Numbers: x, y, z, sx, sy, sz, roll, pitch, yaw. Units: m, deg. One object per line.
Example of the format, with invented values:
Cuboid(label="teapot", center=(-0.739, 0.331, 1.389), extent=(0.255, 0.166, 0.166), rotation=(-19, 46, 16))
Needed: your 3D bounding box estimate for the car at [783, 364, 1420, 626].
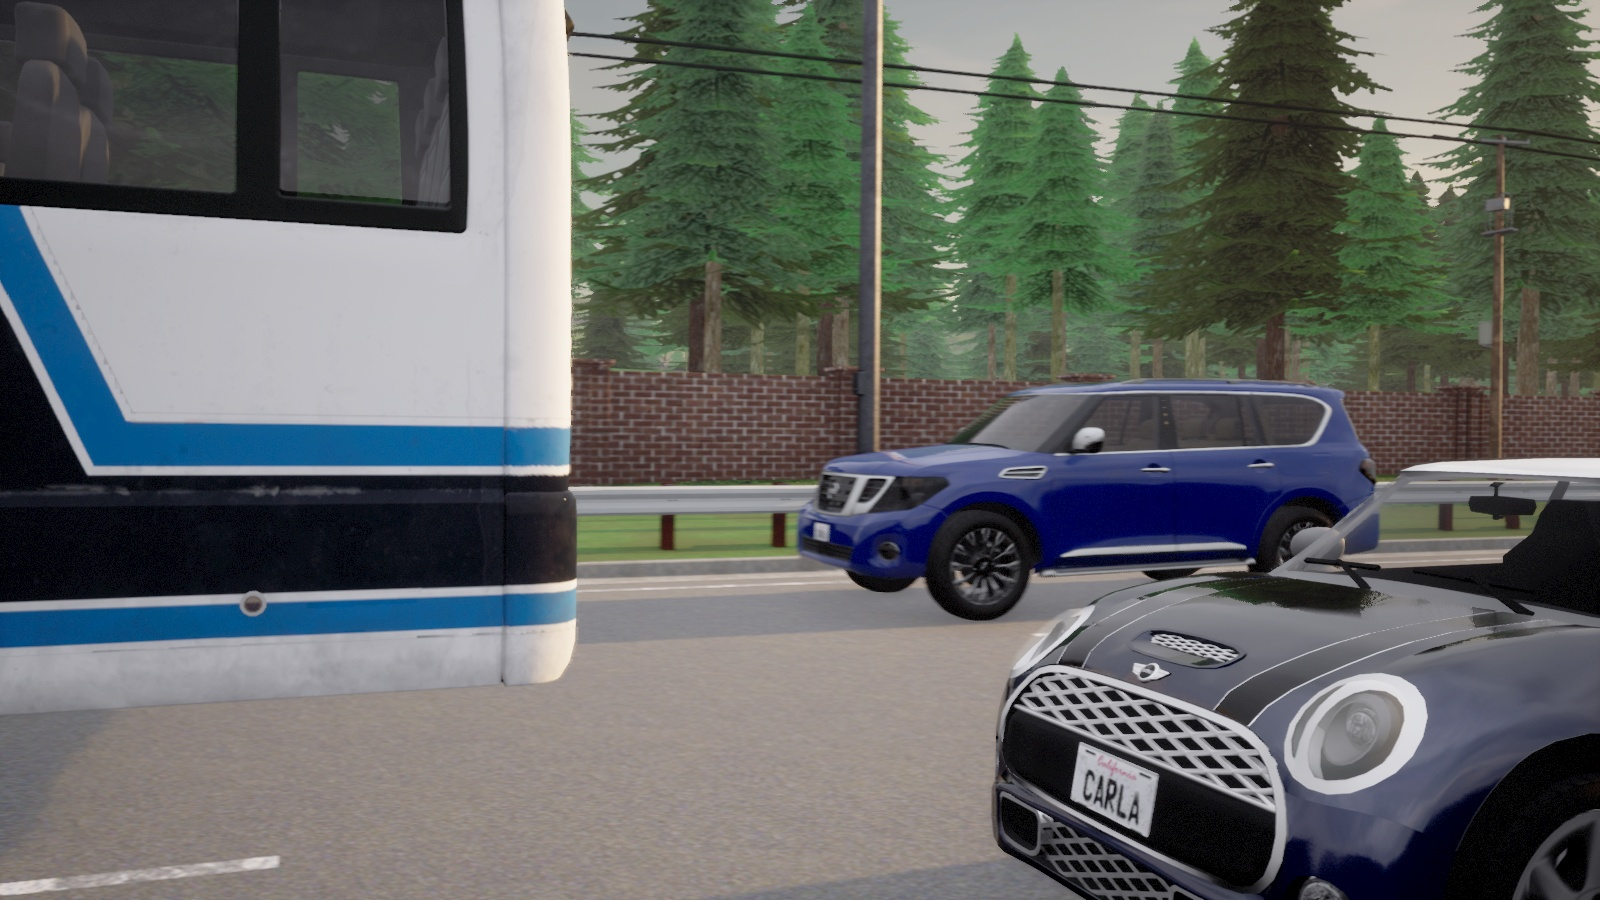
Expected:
Cuboid(label="car", center=(2.833, 0.293, 11.799), extent=(5.566, 2.045, 2.150), rotation=(-1, 1, -21))

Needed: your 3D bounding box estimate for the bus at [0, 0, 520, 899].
Cuboid(label="bus", center=(-6.526, -0.581, 4.485), extent=(10.273, 4.253, 3.944), rotation=(-1, 1, -21))

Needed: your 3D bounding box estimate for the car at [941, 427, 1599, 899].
Cuboid(label="car", center=(2.639, 0.666, 4.241), extent=(3.806, 1.475, 1.970), rotation=(-1, 1, -21))
